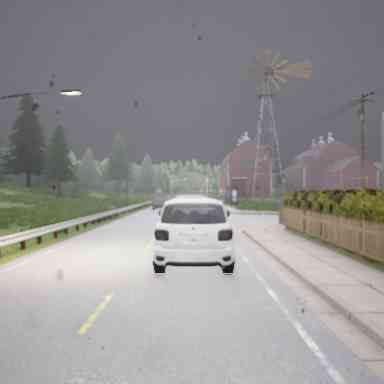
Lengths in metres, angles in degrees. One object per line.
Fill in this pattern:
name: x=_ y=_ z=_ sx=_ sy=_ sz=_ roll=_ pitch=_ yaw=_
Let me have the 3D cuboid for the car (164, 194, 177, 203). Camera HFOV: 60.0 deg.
car: x=-3.499 y=1.017 z=55.694 sx=1.837 sy=1.490 sz=4.892 roll=0 pitch=0 yaw=0

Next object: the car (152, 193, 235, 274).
car: x=0.066 y=1.184 z=10.557 sx=2.150 sy=2.045 sz=5.566 roll=0 pitch=0 yaw=1

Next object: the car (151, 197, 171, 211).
car: x=-3.592 y=1.362 z=39.310 sx=1.837 sy=1.490 sz=4.892 roll=0 pitch=0 yaw=0
